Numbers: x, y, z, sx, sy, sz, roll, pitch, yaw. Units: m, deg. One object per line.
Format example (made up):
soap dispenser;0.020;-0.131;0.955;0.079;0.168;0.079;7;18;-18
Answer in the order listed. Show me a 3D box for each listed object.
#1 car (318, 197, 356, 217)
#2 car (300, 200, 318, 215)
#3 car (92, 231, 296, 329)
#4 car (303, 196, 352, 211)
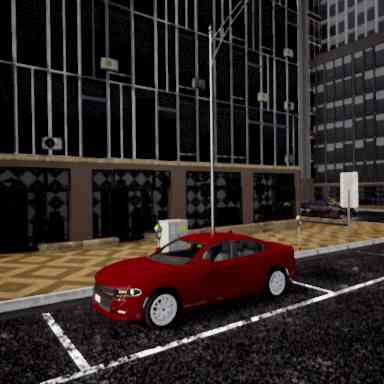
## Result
car;12.094;1.411;30.646;2.033;1.411;5.357;-1;1;-35
car;8.904;1.442;30.775;2.008;1.369;4.403;-1;1;-35
car;0.247;1.542;6.900;4.507;1.381;1.887;0;-1;-35
car;14.898;1.263;36.726;1.752;1.417;4.829;-1;1;-35
